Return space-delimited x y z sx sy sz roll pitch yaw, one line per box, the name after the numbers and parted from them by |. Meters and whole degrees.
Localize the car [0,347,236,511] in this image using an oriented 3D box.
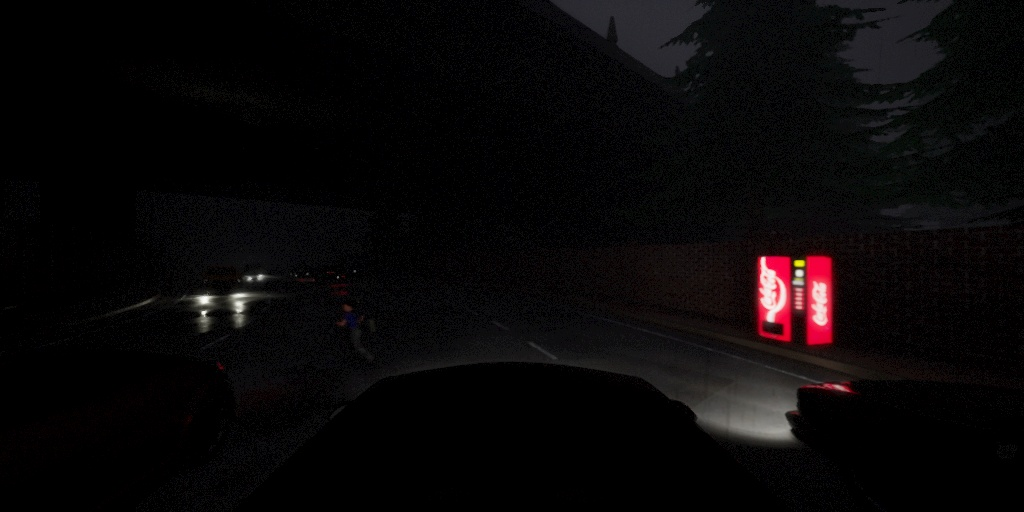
-3.660 1.322 1.985 1.994 1.385 4.181 0 0 -9 | car

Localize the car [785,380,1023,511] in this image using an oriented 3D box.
3.719 1.287 1.035 2.033 1.411 5.357 0 0 -3 | car

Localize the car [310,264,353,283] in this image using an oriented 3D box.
-15.262 1.450 30.146 1.837 1.490 4.892 0 0 -39 | car

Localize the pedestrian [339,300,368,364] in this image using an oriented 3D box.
-2.927 1.358 6.649 0.375 1.300 0.375 0 0 -18 | pedestrian

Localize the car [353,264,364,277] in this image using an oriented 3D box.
-17.338 1.558 38.110 1.994 1.385 4.181 0 0 -40 | car

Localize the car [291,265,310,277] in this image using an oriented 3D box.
-22.841 1.611 39.221 1.895 1.301 4.718 0 0 -40 | car

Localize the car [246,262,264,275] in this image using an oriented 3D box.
-31.916 1.548 44.334 2.128 1.511 4.902 0 -1 -40 | car

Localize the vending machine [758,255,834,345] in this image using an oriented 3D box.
6.412 0.973 8.154 1.100 2.100 0.880 0 0 -16 | vending machine

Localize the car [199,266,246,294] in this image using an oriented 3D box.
-17.859 1.378 22.108 1.882 1.535 5.008 0 0 -39 | car
